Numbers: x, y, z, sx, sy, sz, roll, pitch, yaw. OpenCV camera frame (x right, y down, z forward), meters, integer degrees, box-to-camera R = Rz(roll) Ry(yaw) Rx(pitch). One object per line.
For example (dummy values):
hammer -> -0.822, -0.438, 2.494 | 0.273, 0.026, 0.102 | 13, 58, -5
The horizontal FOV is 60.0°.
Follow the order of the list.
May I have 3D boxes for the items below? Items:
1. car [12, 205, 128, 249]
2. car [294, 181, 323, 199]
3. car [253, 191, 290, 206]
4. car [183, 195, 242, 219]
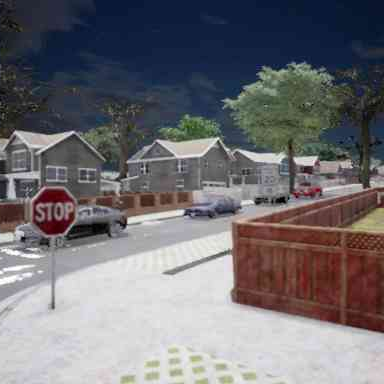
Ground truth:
car -> -4.900, 1.341, 14.034 | 2.128, 1.511, 4.902 | -1, 1, 36
car -> 14.259, -0.319, 40.544 | 2.150, 2.045, 5.566 | -1, 2, 36
car -> 7.496, 0.573, 31.235 | 1.895, 1.301, 4.718 | -1, 2, 36
car -> 1.591, 0.960, 23.046 | 2.033, 1.411, 5.357 | -1, 2, 36
